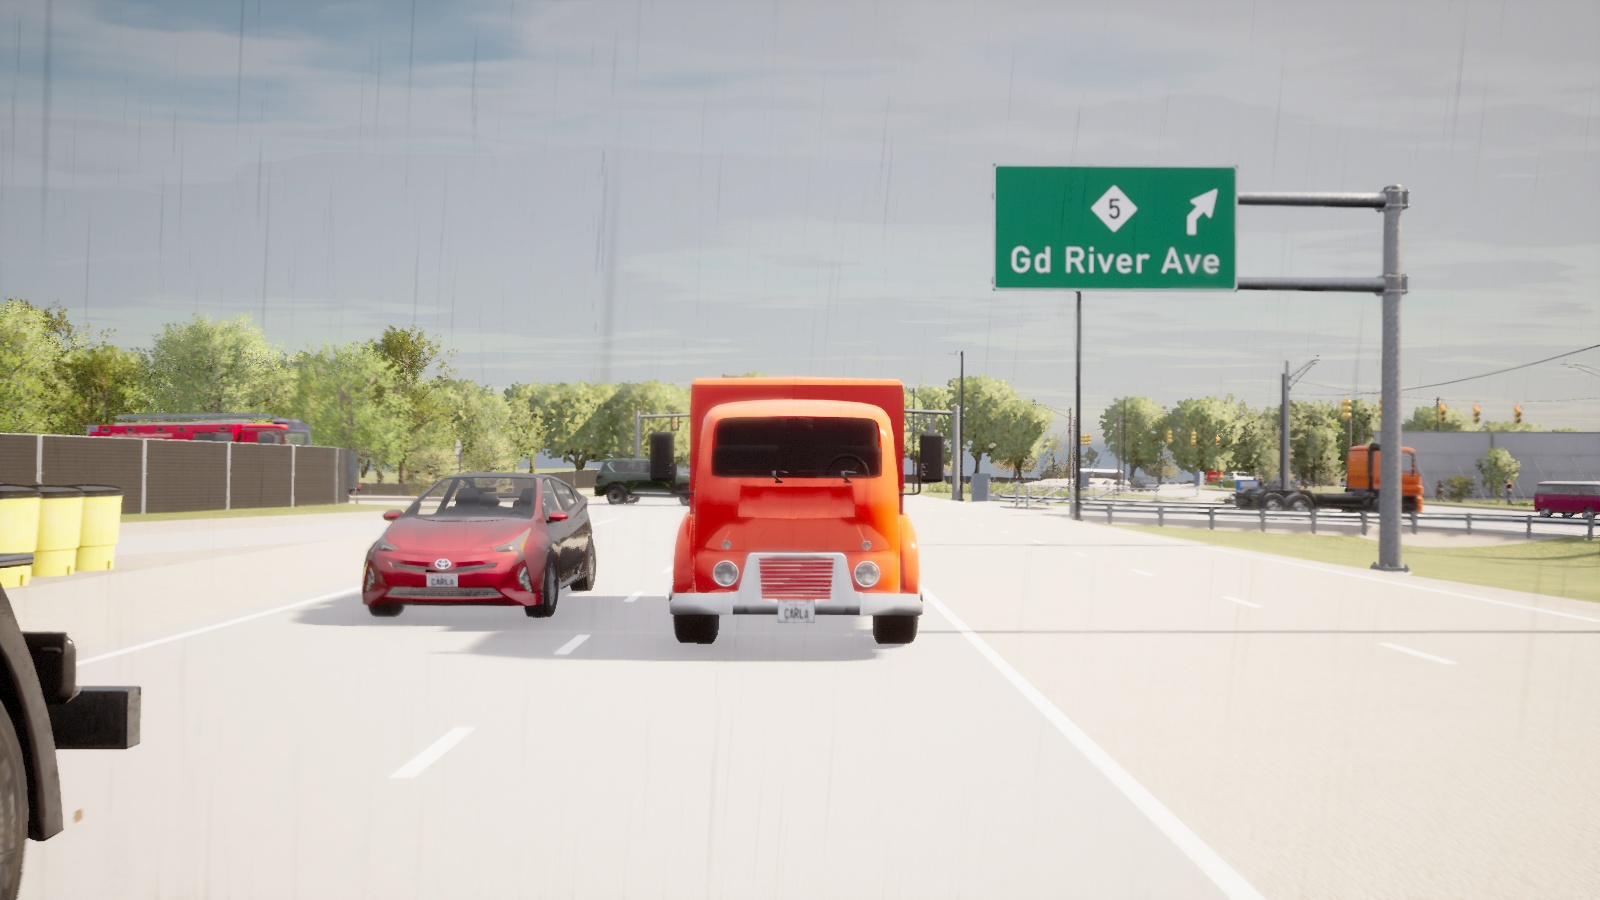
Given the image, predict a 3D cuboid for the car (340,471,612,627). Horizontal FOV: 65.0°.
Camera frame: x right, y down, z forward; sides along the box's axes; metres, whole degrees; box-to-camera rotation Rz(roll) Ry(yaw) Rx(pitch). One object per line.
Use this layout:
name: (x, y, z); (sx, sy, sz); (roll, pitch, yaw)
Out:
car: (-3.535, 1.015, 14.646); (2.007, 1.525, 4.514); (0, -1, 0)

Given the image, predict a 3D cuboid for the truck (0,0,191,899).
truck: (-3.505, -0.148, 0.282); (2.891, 3.462, 7.936); (0, -1, 0)

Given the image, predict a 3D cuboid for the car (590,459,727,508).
car: (-6.209, 1.454, 55.238); (5.566, 2.045, 2.150); (0, -1, 12)

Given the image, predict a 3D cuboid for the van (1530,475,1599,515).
van: (40.339, 2.284, 64.909); (1.775, 1.987, 4.442); (0, -1, -17)

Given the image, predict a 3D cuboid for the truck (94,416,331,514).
truck: (-24.416, 0.600, 52.486); (8.468, 3.827, 2.891); (-1, 0, -1)

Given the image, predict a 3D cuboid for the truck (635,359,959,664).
truck: (-0.032, 0.538, 12.808); (2.627, 2.467, 5.204); (0, -1, 0)

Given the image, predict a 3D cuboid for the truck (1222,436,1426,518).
truck: (23.369, 1.214, 56.306); (7.936, 3.462, 2.891); (1, -1, -1)
